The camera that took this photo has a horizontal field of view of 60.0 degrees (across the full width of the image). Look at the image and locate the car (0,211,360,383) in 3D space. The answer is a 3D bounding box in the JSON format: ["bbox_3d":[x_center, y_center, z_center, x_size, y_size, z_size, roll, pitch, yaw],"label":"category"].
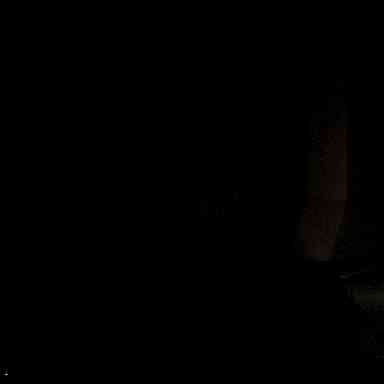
[{"bbox_3d":[-0.631,1.217,3.296,5.566,2.045,2.150,0,0,-35],"label":"car"}]
